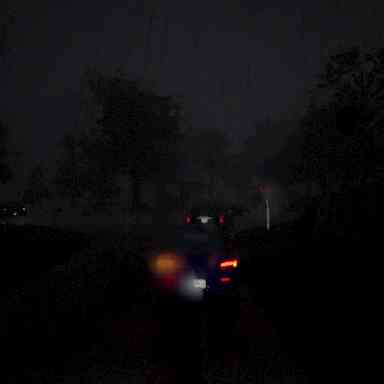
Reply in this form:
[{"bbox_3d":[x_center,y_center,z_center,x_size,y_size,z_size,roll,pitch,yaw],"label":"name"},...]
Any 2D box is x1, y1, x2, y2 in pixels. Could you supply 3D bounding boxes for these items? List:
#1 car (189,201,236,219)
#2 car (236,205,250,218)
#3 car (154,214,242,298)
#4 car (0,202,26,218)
[{"bbox_3d":[0.998,1.356,17.564,2.097,1.767,4.553,0,0,11],"label":"car"},{"bbox_3d":[2.706,1.485,28.184,5.008,1.535,1.882,0,1,-33],"label":"car"},{"bbox_3d":[0.137,1.528,8.437,1.812,1.442,4.674,0,0,1],"label":"car"},{"bbox_3d":[-16.752,1.609,30.820,1.895,1.301,4.718,0,0,-36],"label":"car"}]
